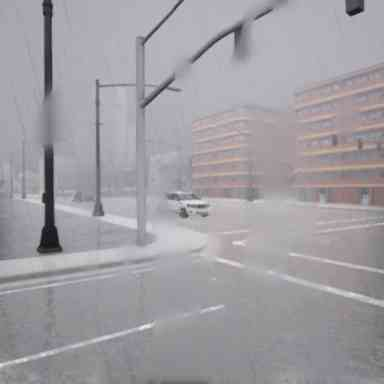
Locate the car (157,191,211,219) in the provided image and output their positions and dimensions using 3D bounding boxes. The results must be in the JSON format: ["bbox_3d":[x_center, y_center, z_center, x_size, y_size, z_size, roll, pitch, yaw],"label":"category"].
[{"bbox_3d":[-0.778,0.984,26.732,2.150,2.045,5.566,-1,1,-34],"label":"car"}]

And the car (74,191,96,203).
[{"bbox_3d":[-15.552,0.640,48.431,2.097,1.767,4.553,-1,1,-34],"label":"car"}]
